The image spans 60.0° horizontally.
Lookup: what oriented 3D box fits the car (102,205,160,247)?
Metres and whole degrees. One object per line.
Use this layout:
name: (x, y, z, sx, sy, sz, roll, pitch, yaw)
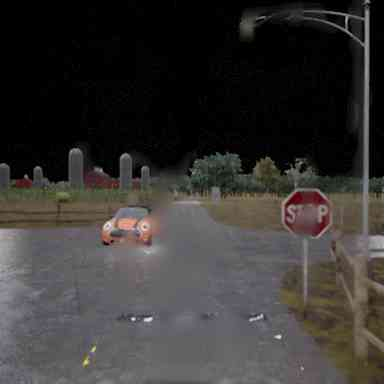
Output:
car: (-2.740, 1.444, 15.764, 2.097, 1.767, 4.553, 1, 0, 0)
